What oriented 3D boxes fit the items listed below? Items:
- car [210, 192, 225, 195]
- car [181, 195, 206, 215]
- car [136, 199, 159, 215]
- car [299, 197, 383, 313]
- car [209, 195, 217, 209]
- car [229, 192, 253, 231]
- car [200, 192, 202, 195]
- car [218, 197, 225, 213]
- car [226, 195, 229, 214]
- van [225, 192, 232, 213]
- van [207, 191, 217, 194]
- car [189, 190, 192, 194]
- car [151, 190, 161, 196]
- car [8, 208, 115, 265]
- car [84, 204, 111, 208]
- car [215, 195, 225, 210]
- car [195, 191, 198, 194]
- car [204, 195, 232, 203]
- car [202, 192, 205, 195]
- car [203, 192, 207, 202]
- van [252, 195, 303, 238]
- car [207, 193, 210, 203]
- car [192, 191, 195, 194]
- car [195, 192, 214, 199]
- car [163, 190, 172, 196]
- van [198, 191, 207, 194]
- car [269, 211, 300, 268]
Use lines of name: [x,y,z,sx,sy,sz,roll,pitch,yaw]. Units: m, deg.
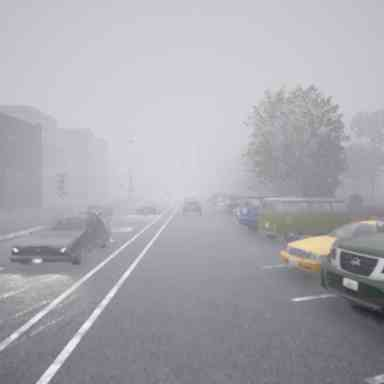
car: [5.098,1.212,42.092,4.553,1.767,2.185,1,0,-21]
car: [-0.012,1.401,33.161,2.128,1.511,4.902,0,0,0]
car: [-4.318,1.440,33.088,1.812,1.442,4.674,0,0,0]
car: [5.254,1.222,6.523,5.566,2.045,2.435,1,0,-20]
car: [5.007,1.373,36.092,5.366,1.575,1.946,1,1,-20]
car: [5.270,1.202,18.390,5.566,2.045,2.435,1,0,-20]
car: [4.440,1.159,65.821,4.674,1.452,2.002,0,0,-23]
car: [5.227,1.439,30.237,4.792,1.488,2.163,1,0,-20]
car: [5.250,1.309,24.309,4.553,1.767,2.185,1,1,-20]
van: [5.318,1.198,27.307,4.442,1.987,1.878,1,0,-20]
van: [5.068,1.042,51.061,4.442,1.987,1.878,1,0,-22]
car: [2.490,0.870,95.450,4.792,1.488,2.163,0,1,-25]
car: [-8.574,0.463,79.260,2.150,2.045,5.566,0,1,-4]
car: [-4.285,1.535,11.933,2.033,1.411,5.357,0,0,1]
car: [-7.125,1.547,24.697,1.895,1.301,4.718,0,0,0]
car: [5.367,1.393,33.253,5.366,1.575,1.946,1,0,-20]
car: [3.982,1.051,71.679,5.366,1.575,1.946,0,1,-23]
car: [4.676,1.222,59.923,4.674,1.452,2.002,1,0,-22]
car: [4.962,1.210,57.024,5.366,1.575,1.946,1,0,-22]
car: [4.873,1.240,53.986,5.008,1.535,2.097,1,0,-22]
van: [5.356,1.236,15.464,4.442,1.987,1.878,1,0,-20]
car: [5.027,1.332,48.044,4.674,1.452,2.002,1,1,-21]
car: [3.658,0.717,80.663,5.566,2.045,2.435,1,0,-24]
car: [3.191,0.789,86.568,4.553,1.767,2.185,0,0,-24]
car: [-5.780,0.456,79.438,2.150,2.045,5.566,0,1,-4]
van: [4.200,0.860,68.736,4.442,1.987,1.878,0,1,-23]
car: [5.103,1.465,9.420,5.366,1.575,1.946,1,0,-20]
